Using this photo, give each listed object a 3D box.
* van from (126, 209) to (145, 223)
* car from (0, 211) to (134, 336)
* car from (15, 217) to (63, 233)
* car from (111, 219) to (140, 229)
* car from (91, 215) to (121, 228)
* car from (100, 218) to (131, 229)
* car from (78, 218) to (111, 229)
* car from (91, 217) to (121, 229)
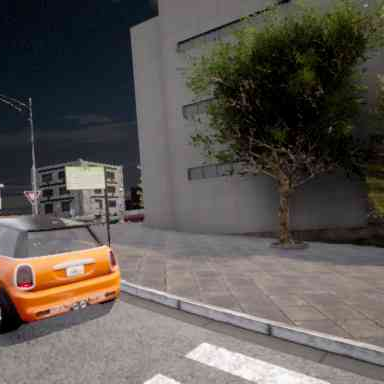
[{"bbox_3d":[-6.977,3.353,45.156,4.442,1.987,1.878,-6,-7,24],"label":"van"},{"bbox_3d":[-3.528,1.293,6.949,4.553,1.767,2.097,1,2,42],"label":"car"},{"bbox_3d":[-18.208,3.920,39.827,2.128,1.511,4.902,-7,-5,27],"label":"car"},{"bbox_3d":[-12.547,5.994,62.670,4.792,1.488,2.163,-6,-8,24],"label":"car"},{"bbox_3d":[-13.043,4.447,50.688,2.097,1.767,4.553,-6,-7,24],"label":"car"},{"bbox_3d":[-13.898,5.747,60.229,5.366,1.575,1.946,-6,-8,24],"label":"car"},{"bbox_3d":[-16.092,5.252,54.980,5.008,1.535,2.097,-6,-7,24],"label":"car"},{"bbox_3d":[-14.914,5.356,57.510,4.553,1.767,2.185,-6,-7,24],"label":"car"}]
